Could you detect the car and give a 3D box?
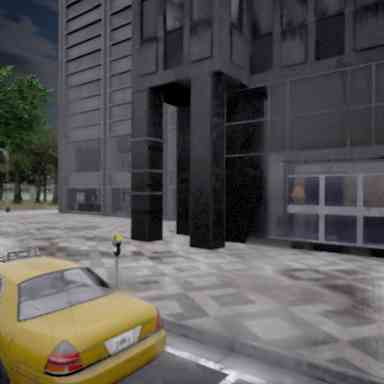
[{"bbox_3d":[-2.595,1.502,4.817,4.829,1.417,1.752,0,0,36],"label":"car"}]
